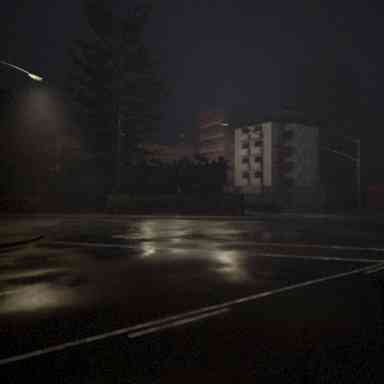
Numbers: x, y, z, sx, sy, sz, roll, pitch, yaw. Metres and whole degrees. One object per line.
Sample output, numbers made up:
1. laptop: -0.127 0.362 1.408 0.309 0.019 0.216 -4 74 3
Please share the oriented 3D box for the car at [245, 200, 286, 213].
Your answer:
1. car: 7.909 1.581 36.488 1.895 1.301 4.718 0 0 -35
